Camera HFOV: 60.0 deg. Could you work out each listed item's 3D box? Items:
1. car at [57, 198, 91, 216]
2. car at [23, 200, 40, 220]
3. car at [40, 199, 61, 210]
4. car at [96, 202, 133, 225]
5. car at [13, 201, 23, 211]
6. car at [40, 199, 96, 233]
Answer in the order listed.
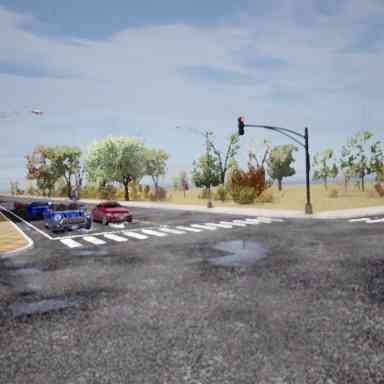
[{"bbox_3d":[-11.935,1.461,33.287,2.128,1.511,4.902,-3,1,-32],"label":"car"},{"bbox_3d":[-13.692,1.572,29.980,1.882,1.535,5.008,-3,1,-32],"label":"car"},{"bbox_3d":[-19.035,1.643,44.617,1.895,1.301,4.718,-3,1,-32],"label":"car"},{"bbox_3d":[-5.801,1.431,23.542,1.812,1.442,4.674,-3,1,-32],"label":"car"},{"bbox_3d":[-22.583,1.786,44.173,1.895,1.301,4.718,-3,1,-32],"label":"car"},{"bbox_3d":[-7.702,1.385,20.385,2.097,1.767,4.553,-3,1,-31],"label":"car"}]
